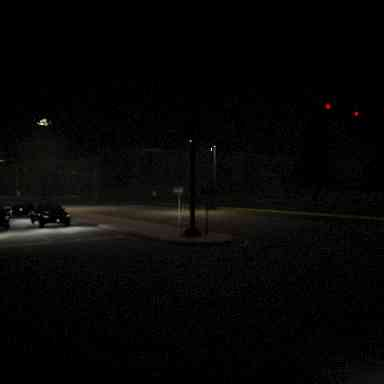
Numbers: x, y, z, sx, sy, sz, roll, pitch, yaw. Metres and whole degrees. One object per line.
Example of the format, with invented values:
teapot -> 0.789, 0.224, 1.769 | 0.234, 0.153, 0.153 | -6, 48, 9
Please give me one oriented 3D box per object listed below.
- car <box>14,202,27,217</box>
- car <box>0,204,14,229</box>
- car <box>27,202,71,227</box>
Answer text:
car -> -15.452, 1.602, 31.027 | 1.895, 1.301, 4.718 | 0, 0, -34
car -> -12.814, 1.477, 21.082 | 1.882, 1.535, 5.008 | 0, 0, -35
car -> -9.795, 1.528, 22.894 | 1.812, 1.442, 4.674 | 0, 0, -35
